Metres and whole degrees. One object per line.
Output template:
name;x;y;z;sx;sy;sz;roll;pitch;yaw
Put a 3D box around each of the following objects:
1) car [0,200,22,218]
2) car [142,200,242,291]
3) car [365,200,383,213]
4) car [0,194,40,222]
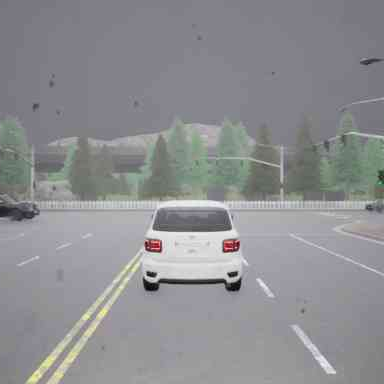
car;-17.666;1.451;28.772;4.892;1.490;1.837;-1;0;0
car;0.008;1.221;9.127;2.150;2.045;5.566;0;0;0
car;21.209;1.508;36.156;4.181;1.385;1.994;0;0;0
car;-14.629;1.169;25.301;5.566;2.045;2.150;0;0;0
